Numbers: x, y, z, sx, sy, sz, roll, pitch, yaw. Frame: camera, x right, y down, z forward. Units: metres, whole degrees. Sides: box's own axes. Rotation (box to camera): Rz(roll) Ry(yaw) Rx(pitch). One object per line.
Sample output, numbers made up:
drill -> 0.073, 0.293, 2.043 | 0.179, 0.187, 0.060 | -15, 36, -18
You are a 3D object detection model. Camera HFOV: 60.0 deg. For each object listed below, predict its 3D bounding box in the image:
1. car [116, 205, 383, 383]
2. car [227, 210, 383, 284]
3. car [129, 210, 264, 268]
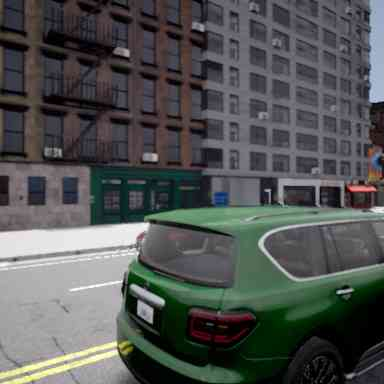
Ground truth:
car -> 1.744, 1.205, 4.680 | 5.566, 2.045, 2.150 | 0, 0, -36
car -> 3.642, 1.456, 10.274 | 4.902, 1.511, 2.128 | 0, 0, -35
car -> 0.285, 1.498, 11.872 | 4.674, 1.442, 1.812 | 0, 0, -35
